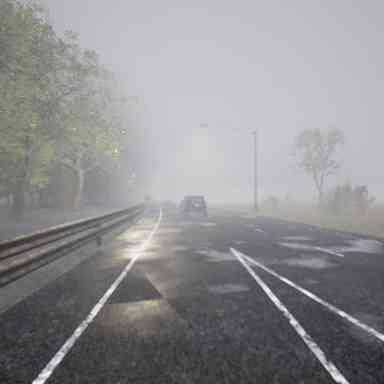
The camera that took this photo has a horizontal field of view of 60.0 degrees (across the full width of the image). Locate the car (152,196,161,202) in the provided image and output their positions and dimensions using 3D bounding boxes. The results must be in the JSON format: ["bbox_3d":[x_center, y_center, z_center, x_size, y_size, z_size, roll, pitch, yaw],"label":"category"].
[{"bbox_3d":[-9.475,1.955,93.731,1.812,1.442,4.674,0,0,-9],"label":"car"}]

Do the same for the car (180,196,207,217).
[{"bbox_3d":[0.069,1.385,34.245,2.150,2.045,5.566,0,0,-9],"label":"car"}]

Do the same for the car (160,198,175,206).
[{"bbox_3d":[-4.201,1.895,60.849,1.895,1.301,4.718,0,0,-9],"label":"car"}]
